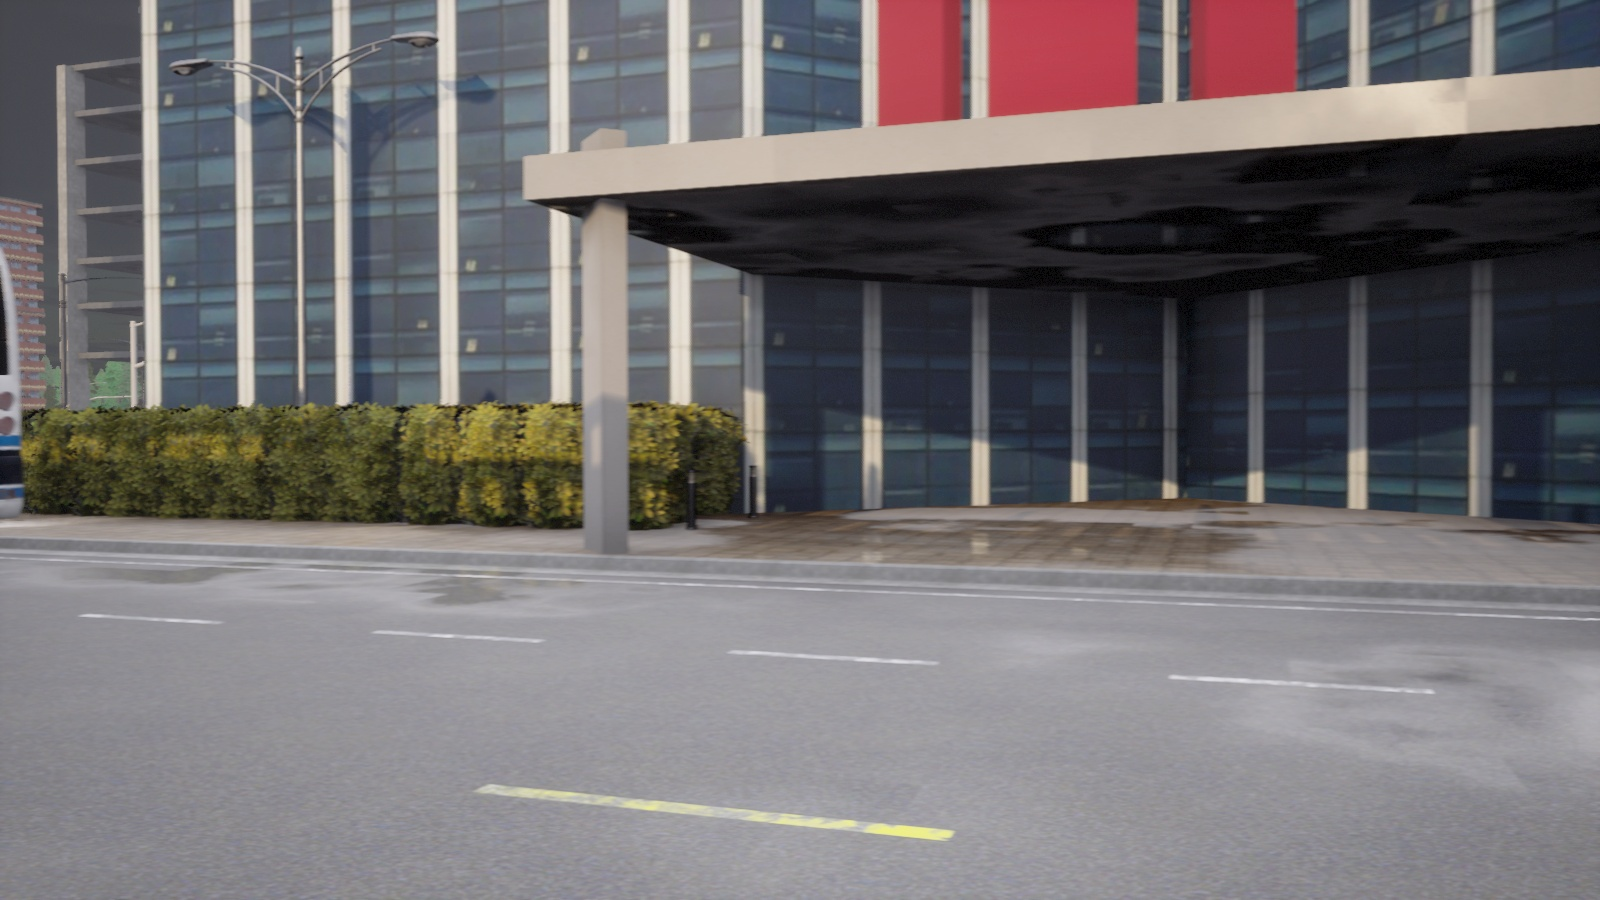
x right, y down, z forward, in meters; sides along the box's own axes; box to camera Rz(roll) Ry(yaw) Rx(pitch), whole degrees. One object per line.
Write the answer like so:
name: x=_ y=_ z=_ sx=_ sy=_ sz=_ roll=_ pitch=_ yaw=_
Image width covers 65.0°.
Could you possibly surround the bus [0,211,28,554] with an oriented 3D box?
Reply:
bus: x=-15.308 y=-0.859 z=15.707 sx=10.273 sy=4.253 sz=3.944 roll=1 pitch=1 yaw=19
